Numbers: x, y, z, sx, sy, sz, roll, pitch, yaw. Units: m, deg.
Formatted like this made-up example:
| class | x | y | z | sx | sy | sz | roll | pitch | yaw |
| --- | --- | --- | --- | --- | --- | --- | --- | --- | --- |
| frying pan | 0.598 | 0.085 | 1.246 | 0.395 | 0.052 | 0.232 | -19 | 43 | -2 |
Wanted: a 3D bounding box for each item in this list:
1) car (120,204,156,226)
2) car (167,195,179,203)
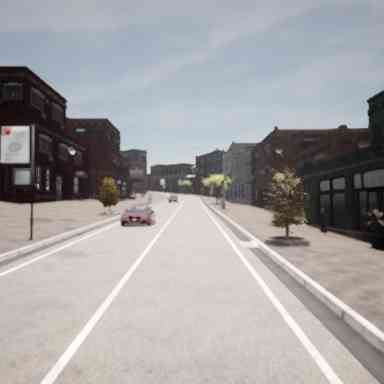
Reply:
| class | x | y | z | sx | sy | sz | roll | pitch | yaw |
| --- | --- | --- | --- | --- | --- | --- | --- | --- | --- |
| car | -3.581 | 1.532 | 22.705 | 1.994 | 1.385 | 4.181 | 0 | 0 | 0 |
| car | -3.575 | 1.316 | 63.546 | 1.837 | 1.490 | 4.892 | 0 | 1 | 0 |
